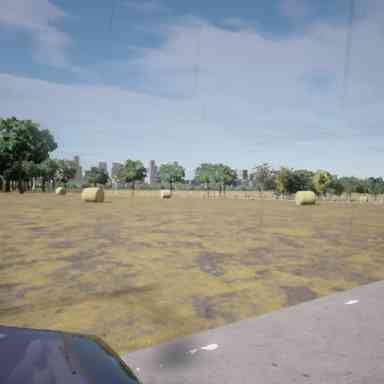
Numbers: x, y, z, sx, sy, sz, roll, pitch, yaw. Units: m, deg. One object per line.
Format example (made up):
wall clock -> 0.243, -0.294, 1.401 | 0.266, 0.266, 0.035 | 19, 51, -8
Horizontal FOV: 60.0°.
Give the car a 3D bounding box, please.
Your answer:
car -> -2.219, 1.563, 1.623 | 4.181, 1.385, 1.994 | 0, 0, -33
